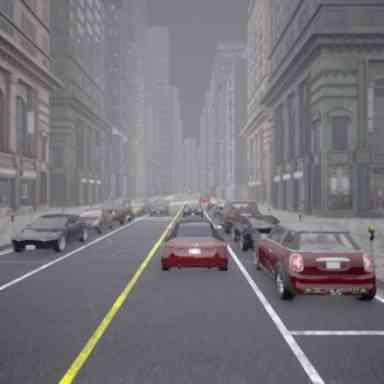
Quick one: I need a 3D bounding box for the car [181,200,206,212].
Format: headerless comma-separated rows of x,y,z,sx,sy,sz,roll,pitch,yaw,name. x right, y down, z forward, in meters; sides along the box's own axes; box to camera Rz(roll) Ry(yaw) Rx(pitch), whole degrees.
0.096,1.700,32.031,1.895,1.301,4.718,0,0,0,car

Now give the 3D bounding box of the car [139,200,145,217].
-5.761,1.621,30.683,1.752,1.417,4.829,0,0,0,car

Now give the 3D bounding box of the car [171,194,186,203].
-3.004,1.737,75.213,1.895,1.301,4.718,0,0,0,car

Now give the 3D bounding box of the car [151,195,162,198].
-5.762,1.589,47.658,1.967,1.590,4.097,0,0,0,car

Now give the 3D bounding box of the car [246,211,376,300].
2.766,1.467,8.450,1.967,1.590,4.097,0,0,0,car

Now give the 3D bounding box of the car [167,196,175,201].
-5.765,1.839,92.472,1.887,1.381,4.507,0,0,0,car

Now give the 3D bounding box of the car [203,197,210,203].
2.763,1.676,42.062,1.887,1.381,4.507,0,0,0,car

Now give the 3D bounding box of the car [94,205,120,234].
-5.761,1.643,19.649,1.802,1.307,4.206,0,0,0,car

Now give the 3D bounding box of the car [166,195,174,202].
-5.764,1.716,86.870,1.967,1.590,4.097,0,0,0,car

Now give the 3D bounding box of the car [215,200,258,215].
2.766,1.376,19.654,2.192,1.841,5.009,0,0,0,car

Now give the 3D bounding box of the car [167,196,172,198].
-5.764,1.821,75.666,1.802,1.307,4.206,0,0,0,car

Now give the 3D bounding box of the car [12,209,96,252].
-5.760,1.609,14.047,1.947,1.339,4.313,0,0,0,car

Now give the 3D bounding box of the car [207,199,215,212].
2.764,1.647,30.858,2.008,1.369,4.403,0,0,0,car

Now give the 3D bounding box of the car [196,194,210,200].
2.390,1.428,63.784,2.150,2.045,5.566,0,0,0,car

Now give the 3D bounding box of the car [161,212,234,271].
0.085,1.599,11.104,1.994,1.385,4.181,0,0,0,car

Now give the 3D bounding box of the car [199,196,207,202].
2.761,1.784,81.447,1.752,1.417,4.829,0,0,0,car

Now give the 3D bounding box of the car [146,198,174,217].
-3.099,1.608,33.210,1.837,1.490,4.892,0,0,0,car

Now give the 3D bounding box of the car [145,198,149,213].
-5.762,1.664,36.454,2.008,1.369,4.403,0,0,0,car

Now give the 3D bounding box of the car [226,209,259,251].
2.765,1.610,14.051,1.947,1.339,4.313,0,0,0,car

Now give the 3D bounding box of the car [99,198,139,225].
-5.760,1.393,25.251,2.192,1.841,5.009,0,0,0,car
